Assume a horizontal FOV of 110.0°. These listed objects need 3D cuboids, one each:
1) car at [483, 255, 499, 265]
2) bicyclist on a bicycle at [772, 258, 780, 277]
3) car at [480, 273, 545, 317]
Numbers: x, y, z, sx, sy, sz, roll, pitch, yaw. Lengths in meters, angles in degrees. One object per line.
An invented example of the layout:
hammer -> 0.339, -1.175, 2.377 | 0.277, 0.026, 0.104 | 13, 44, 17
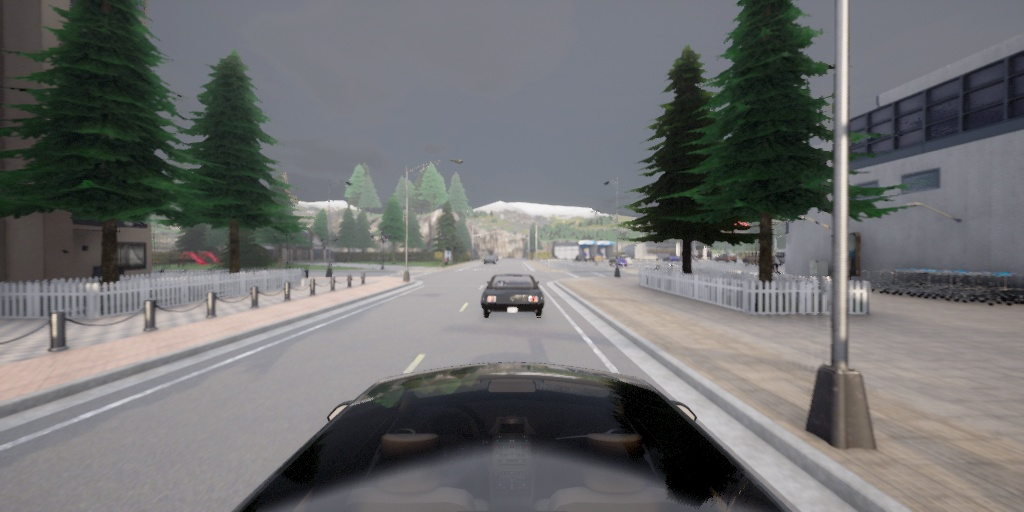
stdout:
car -> -3.654, 0.670, 59.508 | 1.882, 1.535, 5.008 | 0, 1, 0
bicyclist on a bicycle -> 18.823, 0.800, 26.026 | 0.582, 1.620, 1.656 | 0, 0, 0
car -> 0.032, 1.246, 12.520 | 1.895, 1.301, 4.718 | 0, 1, 0
